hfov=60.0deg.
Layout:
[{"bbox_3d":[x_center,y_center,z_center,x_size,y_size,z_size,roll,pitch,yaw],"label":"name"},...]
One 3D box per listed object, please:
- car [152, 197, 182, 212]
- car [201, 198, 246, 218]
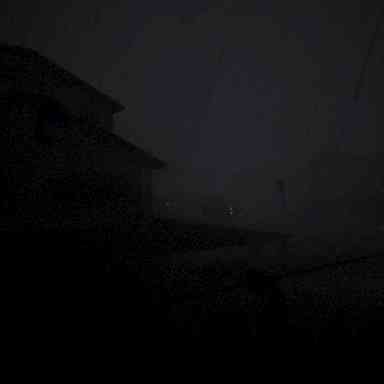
[{"bbox_3d":[-3.034,1.356,38.493,2.097,1.767,4.553,0,0,-35],"label":"car"},{"bbox_3d":[2.809,1.356,30.218,2.097,1.767,4.553,0,0,-36],"label":"car"}]
